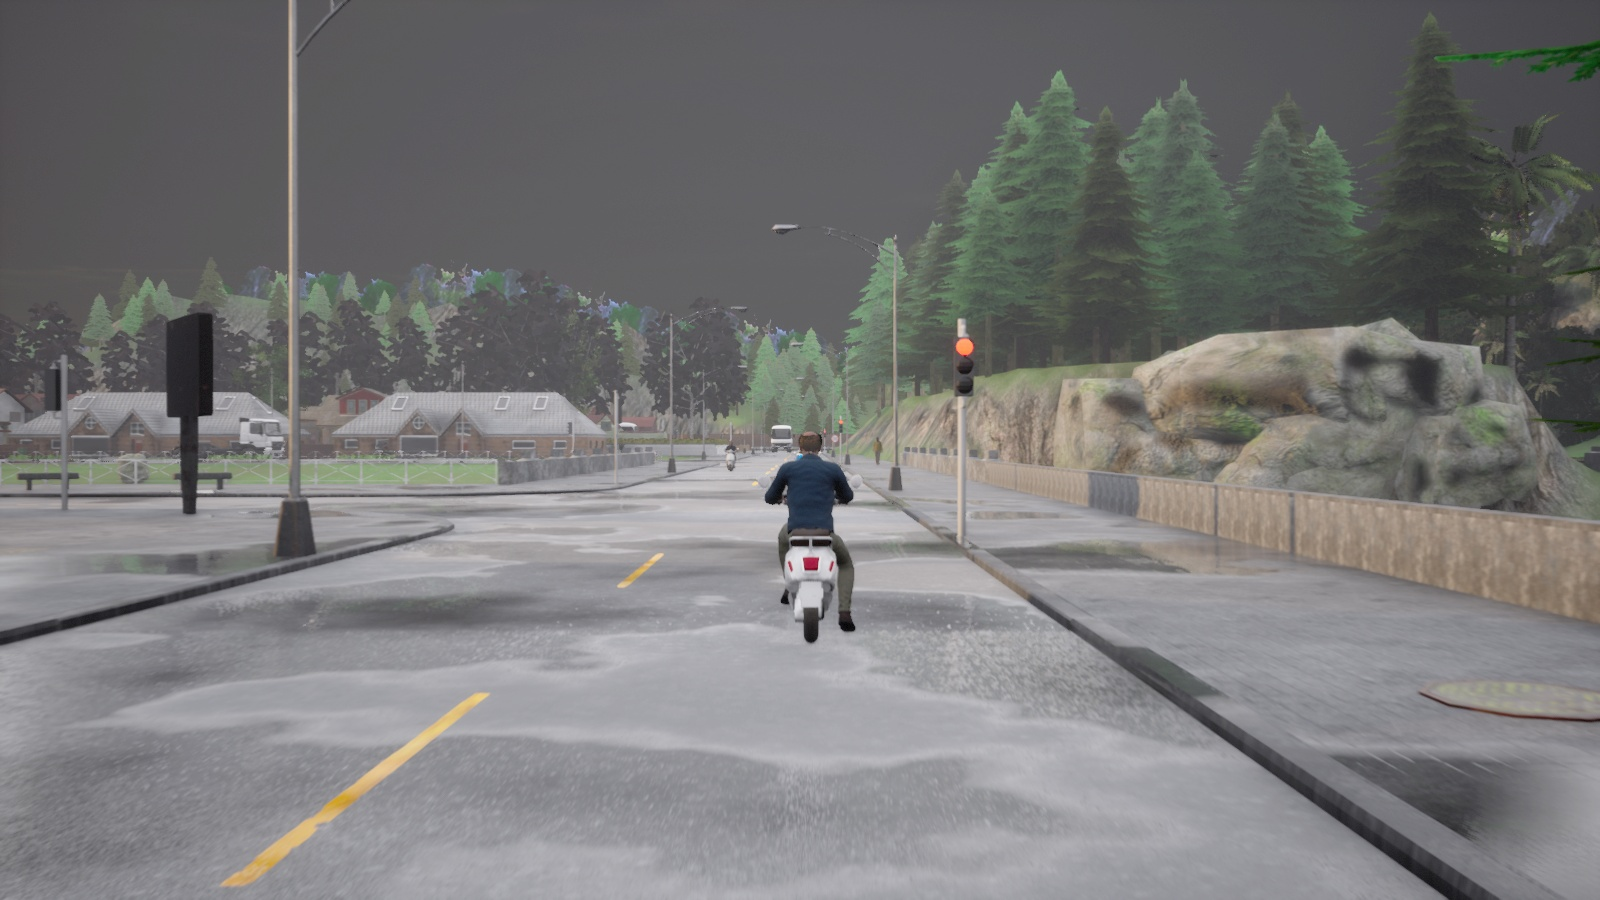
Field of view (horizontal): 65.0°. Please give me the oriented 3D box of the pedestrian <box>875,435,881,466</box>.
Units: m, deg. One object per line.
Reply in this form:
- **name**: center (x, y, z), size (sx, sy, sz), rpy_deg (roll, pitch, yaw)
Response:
- **pedestrian**: center (4.738, 0.030, 76.356), size (0.370, 1.835, 0.726), rpy_deg (0, 0, 1)

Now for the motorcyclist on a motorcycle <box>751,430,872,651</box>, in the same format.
- **motorcyclist on a motorcycle**: center (0.081, 0.644, 9.909), size (0.866, 1.590, 1.817), rpy_deg (0, 0, 0)

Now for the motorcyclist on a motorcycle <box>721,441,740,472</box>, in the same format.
- **motorcyclist on a motorcycle**: center (-3.608, 0.329, 65.375), size (0.866, 1.590, 1.817), rpy_deg (0, 0, 0)
